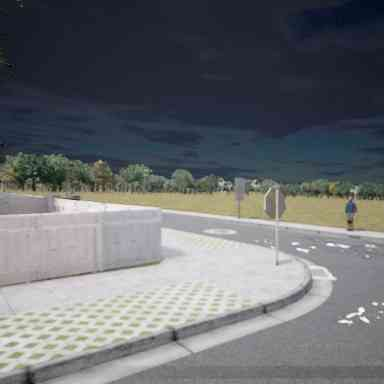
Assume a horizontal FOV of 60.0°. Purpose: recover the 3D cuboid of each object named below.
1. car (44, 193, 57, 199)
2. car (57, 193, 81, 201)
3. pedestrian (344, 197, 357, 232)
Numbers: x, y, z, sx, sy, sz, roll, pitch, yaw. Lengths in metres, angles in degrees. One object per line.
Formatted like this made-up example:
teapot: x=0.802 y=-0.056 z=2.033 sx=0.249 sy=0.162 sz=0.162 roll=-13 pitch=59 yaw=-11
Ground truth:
car: x=-23.513 y=0.843 z=56.333 sx=2.033 sy=1.411 sz=5.357 roll=1 pitch=0 yaw=-36
car: x=-17.407 y=0.941 z=47.917 sx=1.837 sy=1.490 sz=4.892 roll=1 pitch=0 yaw=-36
pedestrian: x=8.294 y=1.136 z=17.432 sx=0.375 sy=1.860 sz=0.375 roll=2 pitch=-1 yaw=-36
